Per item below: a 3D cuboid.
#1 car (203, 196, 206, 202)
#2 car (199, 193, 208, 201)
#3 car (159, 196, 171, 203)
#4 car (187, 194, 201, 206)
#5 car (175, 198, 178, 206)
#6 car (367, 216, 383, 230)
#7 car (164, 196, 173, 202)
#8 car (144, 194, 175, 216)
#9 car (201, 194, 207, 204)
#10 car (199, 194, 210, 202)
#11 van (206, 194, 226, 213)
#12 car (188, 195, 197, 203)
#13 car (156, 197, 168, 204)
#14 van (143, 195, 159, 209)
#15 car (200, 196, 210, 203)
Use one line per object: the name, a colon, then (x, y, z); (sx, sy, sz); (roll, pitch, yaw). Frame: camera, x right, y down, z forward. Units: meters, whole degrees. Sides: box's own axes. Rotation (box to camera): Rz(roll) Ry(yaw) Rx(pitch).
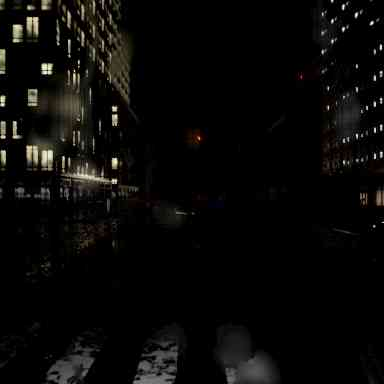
car: (2.650, 1.544, 41.376); (1.887, 1.381, 4.507); (0, 0, 0)
car: (2.833, 1.309, 85.687); (2.192, 1.841, 5.009); (0, 0, 0)
car: (-5.626, 1.548, 69.107); (2.008, 1.369, 4.403); (0, 0, 0)
car: (0.092, 1.477, 54.644); (1.882, 1.535, 5.008); (0, 0, 0)
car: (-3.155, 1.525, 43.306); (1.812, 1.442, 4.674); (0, 0, 0)
car: (13.589, 1.680, 19.999); (5.357, 1.411, 2.033); (0, 0, -1)
car: (-5.574, 1.578, 80.186); (1.802, 1.307, 4.206); (0, 0, 0)
car: (-3.200, 1.222, 33.527); (2.150, 2.045, 5.566); (0, 0, 0)
car: (2.730, 1.313, 63.530); (2.192, 1.841, 5.009); (0, 0, 0)
car: (2.781, 1.312, 74.609); (2.192, 1.841, 5.009); (0, 0, 0)
van: (2.715, 1.341, 35.837); (1.690, 1.788, 3.998); (0, 0, 0)
car: (0.098, 1.498, 73.110); (1.837, 1.490, 4.892); (0, 0, 0)
car: (-5.652, 1.564, 63.568); (1.947, 1.339, 4.313); (0, 0, 0)
van: (-5.727, 1.340, 46.951); (1.690, 1.788, 3.998); (0, 0, 0)
car: (2.754, 1.542, 69.069); (1.887, 1.381, 4.507); (0, 0, 0)
